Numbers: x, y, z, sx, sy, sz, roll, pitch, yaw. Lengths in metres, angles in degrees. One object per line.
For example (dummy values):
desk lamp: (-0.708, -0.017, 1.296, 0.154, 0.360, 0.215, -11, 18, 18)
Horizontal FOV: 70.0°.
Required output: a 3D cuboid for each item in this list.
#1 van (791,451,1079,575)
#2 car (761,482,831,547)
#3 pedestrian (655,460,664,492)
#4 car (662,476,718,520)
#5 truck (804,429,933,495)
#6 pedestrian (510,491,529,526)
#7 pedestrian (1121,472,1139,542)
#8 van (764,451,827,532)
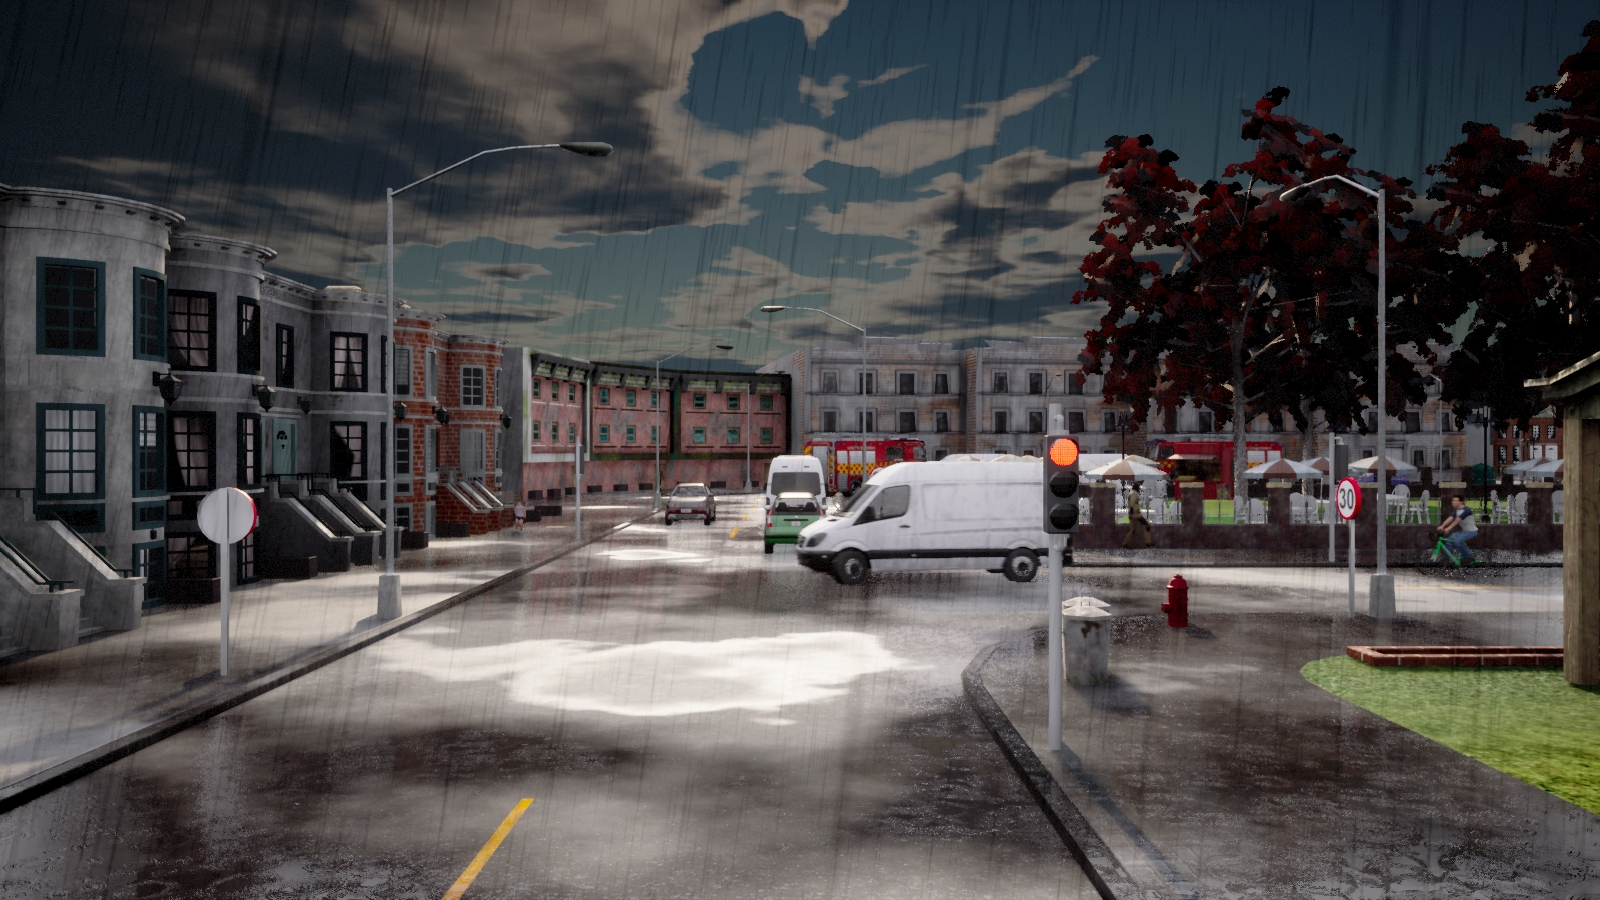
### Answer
van: (2.850, 1.315, 24.842, 5.915, 2.561, 1.988, 0, -1, -7)
car: (-0.119, 1.779, 32.373, 1.851, 1.617, 3.988, 0, 0, 0)
pedestrian: (-8.245, 1.525, 67.051, 0.375, 1.860, 0.375, 0, 0, 24)
car: (-4.154, 1.806, 43.645, 1.789, 1.549, 3.705, 0, 0, 0)
truck: (4.295, 0.672, 70.228, 8.468, 3.827, 2.891, 0, 0, -43)
pedestrian: (-9.106, 1.904, 37.090, 0.500, 1.100, 0.500, 0, 0, 1)
pedestrian: (8.816, 1.517, 30.547, 0.375, 1.860, 0.375, 0, 0, -1)
van: (-0.147, 1.315, 39.074, 1.988, 2.561, 5.915, 0, 0, 0)
